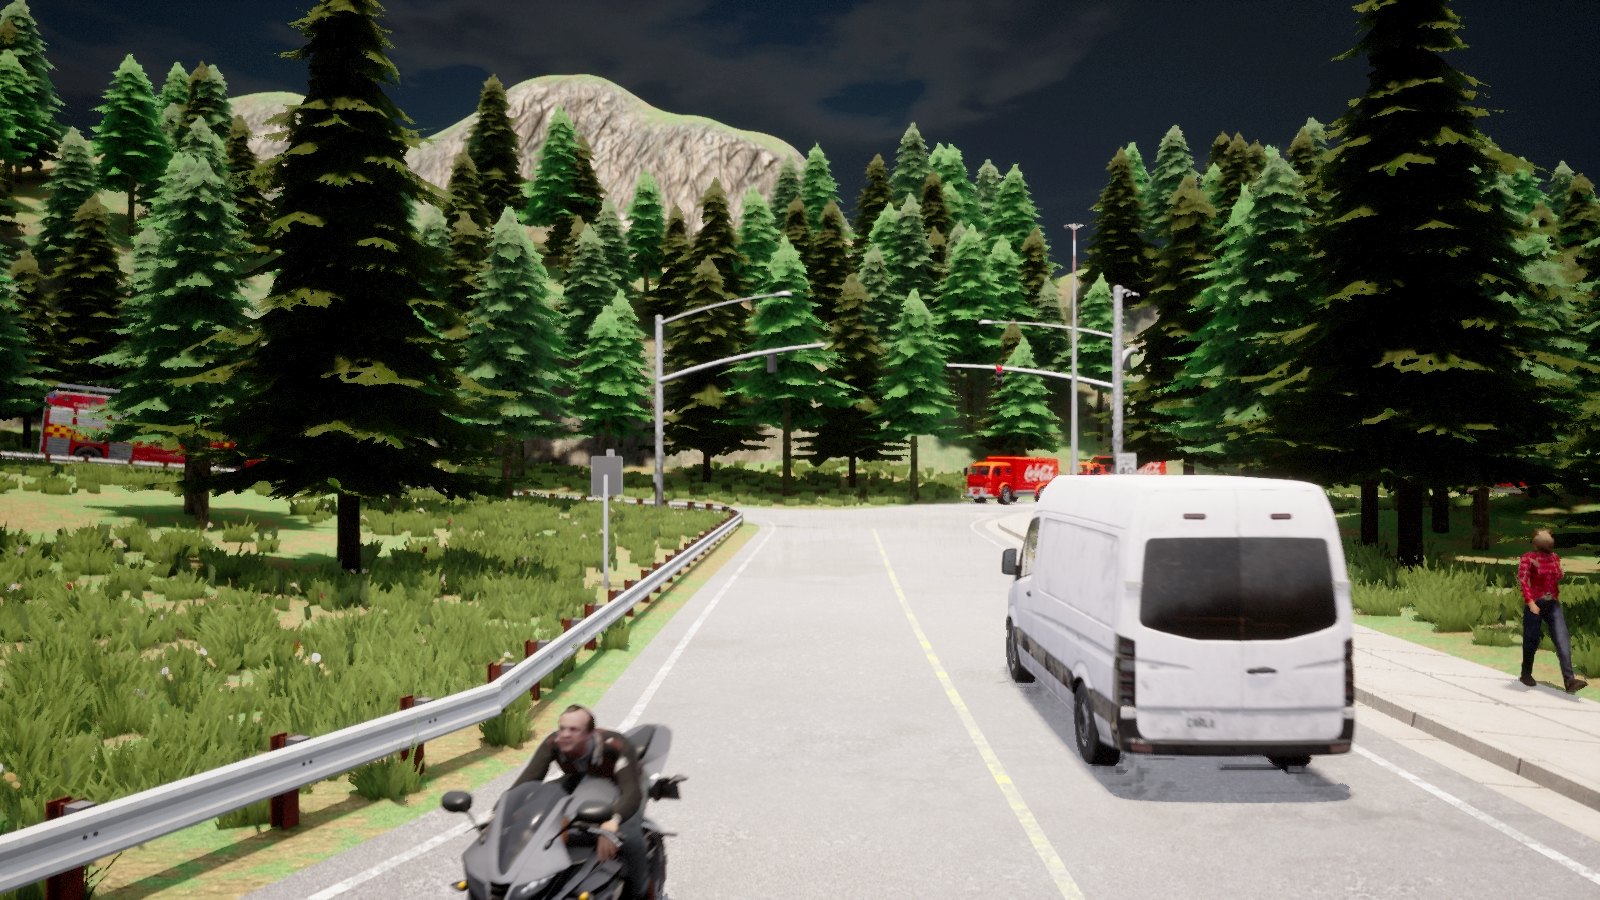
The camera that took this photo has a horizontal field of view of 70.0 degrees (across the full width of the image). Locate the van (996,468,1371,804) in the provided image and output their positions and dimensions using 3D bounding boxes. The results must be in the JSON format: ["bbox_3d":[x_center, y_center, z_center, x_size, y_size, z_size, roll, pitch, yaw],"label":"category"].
[{"bbox_3d":[3.532,1.510,11.973,1.988,2.561,5.915,0,0,0],"label":"van"}]

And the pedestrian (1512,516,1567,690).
[{"bbox_3d":[8.137,1.672,12.576,0.375,1.860,0.375,0,0,3],"label":"pedestrian"}]

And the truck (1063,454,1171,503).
[{"bbox_3d":[17.729,1.531,63.943,5.204,2.467,2.627,-2,1,-21],"label":"truck"}]

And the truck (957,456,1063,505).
[{"bbox_3d":[11.012,1.563,59.776,5.204,2.467,2.627,1,-1,-38],"label":"truck"}]
